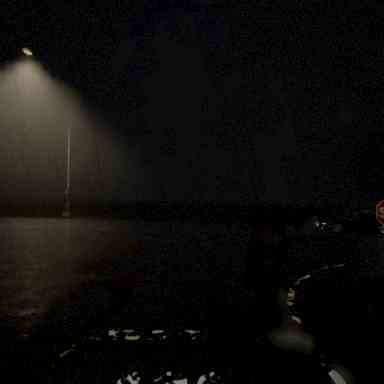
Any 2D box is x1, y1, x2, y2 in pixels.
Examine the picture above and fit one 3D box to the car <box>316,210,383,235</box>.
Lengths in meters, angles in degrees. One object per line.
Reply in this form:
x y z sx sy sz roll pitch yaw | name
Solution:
10.707 1.989 21.885 4.892 1.490 1.837 2 1 0 | car
